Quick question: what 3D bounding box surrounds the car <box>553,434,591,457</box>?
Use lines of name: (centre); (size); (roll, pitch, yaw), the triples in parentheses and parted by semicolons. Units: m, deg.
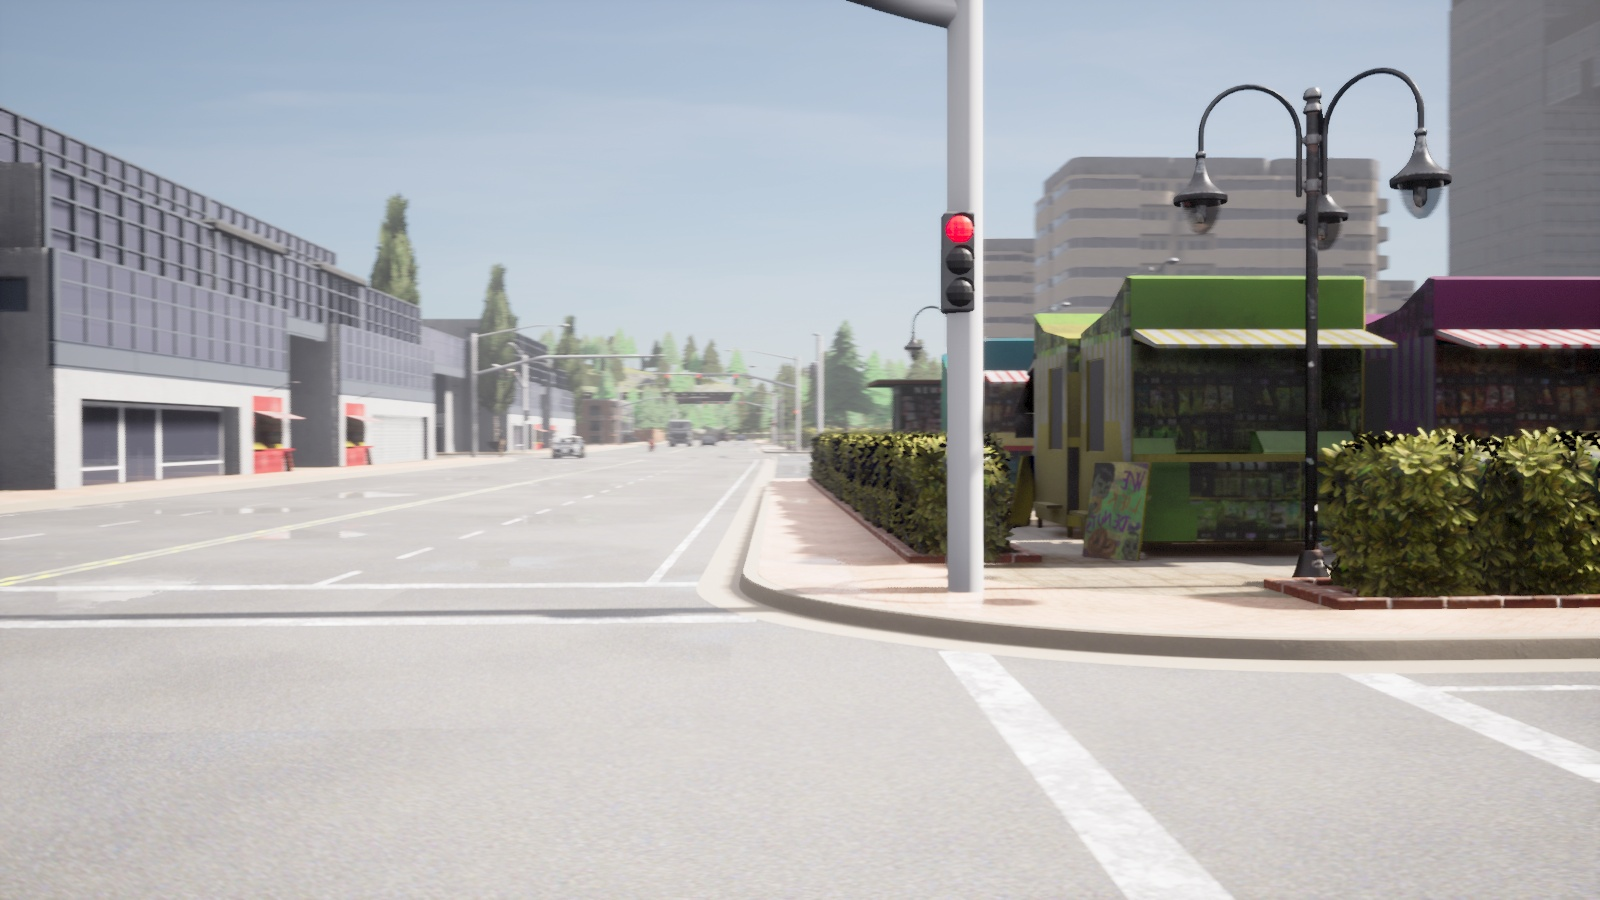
car: (-14.923, -0.335, 82.293); (1.970, 1.475, 3.806); (0, 1, -3)
